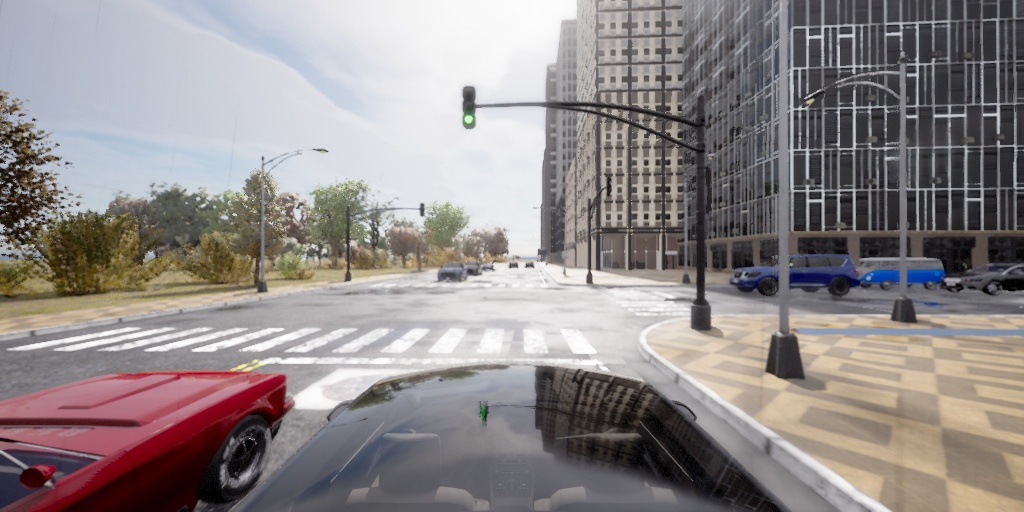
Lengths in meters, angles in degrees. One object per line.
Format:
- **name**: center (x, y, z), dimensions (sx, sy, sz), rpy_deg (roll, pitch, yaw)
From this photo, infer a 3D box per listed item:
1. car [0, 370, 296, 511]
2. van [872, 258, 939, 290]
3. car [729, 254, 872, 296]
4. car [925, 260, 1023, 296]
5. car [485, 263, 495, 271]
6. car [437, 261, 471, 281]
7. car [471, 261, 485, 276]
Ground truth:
- **car**: center (-3.115, 1.349, 1.473), dimensions (1.895, 1.301, 4.718), rpy_deg (0, 0, 0)
- **van**: center (22.046, 1.003, 20.577), dimensions (3.998, 1.789, 1.690), rpy_deg (0, 0, 4)
- **car**: center (14.340, 0.938, 18.373), dimensions (5.566, 2.045, 2.150), rpy_deg (0, 0, 4)
- **car**: center (24.326, 1.123, 17.709), dimensions (4.902, 1.511, 2.128), rpy_deg (0, 0, 4)
- **car**: center (-3.890, 1.744, 58.235), dimensions (1.994, 1.385, 4.181), rpy_deg (0, 0, 4)
- **car**: center (-5.353, 1.331, 32.641), dimensions (2.097, 1.767, 4.553), rpy_deg (0, 0, 2)
- **car**: center (-4.826, 1.406, 42.377), dimensions (2.097, 1.767, 4.553), rpy_deg (0, -1, 3)
